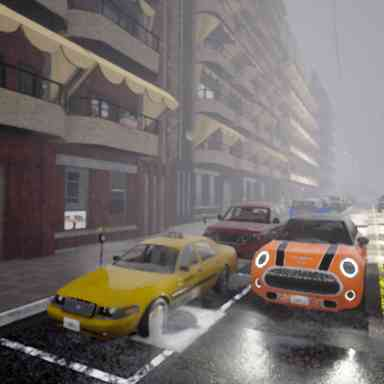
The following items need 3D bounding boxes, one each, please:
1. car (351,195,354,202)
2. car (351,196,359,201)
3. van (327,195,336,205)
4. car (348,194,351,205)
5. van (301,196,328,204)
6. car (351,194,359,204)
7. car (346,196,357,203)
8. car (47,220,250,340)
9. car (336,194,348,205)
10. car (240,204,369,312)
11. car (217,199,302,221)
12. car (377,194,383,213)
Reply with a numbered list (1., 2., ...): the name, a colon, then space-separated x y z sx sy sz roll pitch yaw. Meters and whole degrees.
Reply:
1. car: 23.191 1.545 50.718 1.947 1.339 4.313 1 1 28
2. car: 41.578 1.644 84.788 1.802 1.307 4.206 1 0 28
3. van: 10.061 1.316 26.381 1.690 1.788 3.998 1 1 28
4. car: 17.942 1.288 40.980 2.192 1.841 5.009 1 1 28
5. van: 7.434 1.318 21.512 1.690 1.788 3.998 2 1 28
6. car: 31.075 1.318 65.315 2.192 1.841 5.009 1 1 28
7. car: 33.698 1.559 70.185 1.887 1.381 4.507 1 1 28
8. car: -0.530 1.526 6.766 1.752 1.417 4.829 2 1 28
9. car: 15.315 1.288 36.114 2.192 1.841 5.009 1 1 28
10. car: 2.994 1.341 7.938 2.097 1.767 4.553 0 0 28
11. car: 2.182 1.306 11.780 2.192 1.841 5.009 2 1 28
12. car: 21.448 1.182 36.129 2.150 2.045 5.566 0 0 28
